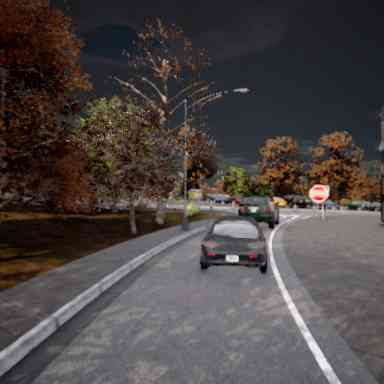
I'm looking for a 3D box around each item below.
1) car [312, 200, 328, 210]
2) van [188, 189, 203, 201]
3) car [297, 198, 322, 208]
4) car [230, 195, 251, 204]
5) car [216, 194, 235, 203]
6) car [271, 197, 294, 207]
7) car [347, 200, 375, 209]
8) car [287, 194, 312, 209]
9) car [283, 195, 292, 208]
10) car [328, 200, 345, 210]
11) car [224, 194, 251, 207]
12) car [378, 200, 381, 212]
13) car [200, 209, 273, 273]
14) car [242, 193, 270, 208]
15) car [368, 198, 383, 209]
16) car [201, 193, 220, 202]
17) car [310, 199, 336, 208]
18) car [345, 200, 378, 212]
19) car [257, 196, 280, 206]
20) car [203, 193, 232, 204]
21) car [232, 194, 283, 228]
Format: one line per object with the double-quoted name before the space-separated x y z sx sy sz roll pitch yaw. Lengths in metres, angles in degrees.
"car" 17.113 1.783 48.853 2.231 1.521 4.892 3 0 -12
"van" 0.673 0.528 58.474 1.878 1.987 4.442 4 1 -13
"car" 22.262 2.042 63.393 2.097 1.535 5.008 3 0 -12
"car" 8.776 1.331 60.436 2.163 1.488 4.792 4 0 -12
"car" 5.944 1.155 59.780 2.002 1.452 4.674 4 0 -12
"car" 16.823 1.805 62.163 2.163 1.488 4.792 3 0 -12
"car" 33.181 2.470 65.630 1.946 1.575 5.366 2 0 -12
"car" 14.401 1.371 48.284 2.435 2.045 5.566 3 0 -12
"car" 11.671 1.452 47.646 2.097 1.535 5.008 3 0 -12
"car" 19.825 1.961 49.432 2.163 1.488 4.792 3 0 -12
"car" 6.240 1.117 46.476 2.163 1.488 4.792 4 0 -12
"car" 27.988 2.345 51.242 2.163 1.488 4.792 2 0 -12
"car" 1.357 1.466 10.447 1.812 1.442 4.674 0 0 9
"car" 8.964 1.148 47.081 2.185 1.767 4.553 4 0 -12
"car" 38.586 2.382 67.044 2.435 2.045 5.566 2 0 -12
"car" 3.231 0.969 59.178 2.002 1.452 4.674 4 0 -12
"car" 25.108 2.168 64.024 2.231 1.521 4.892 3 0 -13
"car" 25.276 2.071 50.637 2.185 1.767 4.553 3 0 -12
"car" 14.189 1.627 61.798 1.946 1.575 5.366 3 0 -12
"car" 3.542 0.932 45.816 2.163 1.488 4.792 4 0 -12
"car" 4.453 1.198 21.877 2.150 2.045 5.566 0 0 19
